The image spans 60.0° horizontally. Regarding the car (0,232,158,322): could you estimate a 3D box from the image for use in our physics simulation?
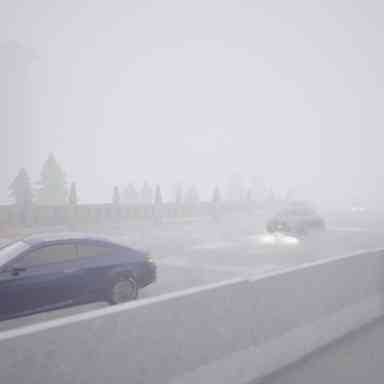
[{"bbox_3d":[-2.880,1.557,6.414,4.674,1.442,1.812,0,0,-37],"label":"car"}]

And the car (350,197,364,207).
[{"bbox_3d":[27.620,1.669,55.845,2.128,1.511,4.902,-1,0,21],"label":"car"}]

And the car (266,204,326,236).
[{"bbox_3d":[5.957,1.620,18.908,1.994,1.385,4.181,0,0,43],"label":"car"}]

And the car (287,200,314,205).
[{"bbox_3d":[8.770,1.447,27.486,2.097,1.767,4.553,-1,-1,37],"label":"car"}]

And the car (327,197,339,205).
[{"bbox_3d":[27.020,1.750,64.103,1.812,1.442,4.674,-1,0,21],"label":"car"}]
